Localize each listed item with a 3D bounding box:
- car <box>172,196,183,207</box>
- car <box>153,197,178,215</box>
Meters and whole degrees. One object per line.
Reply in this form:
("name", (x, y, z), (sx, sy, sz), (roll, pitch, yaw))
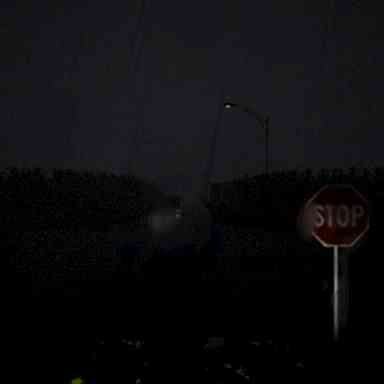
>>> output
("car", (-2.679, 1.440, 49.480), (1.837, 1.490, 4.892), (0, 1, 0))
("car", (-2.738, 1.525, 33.678), (1.994, 1.385, 4.181), (0, 0, 0))
